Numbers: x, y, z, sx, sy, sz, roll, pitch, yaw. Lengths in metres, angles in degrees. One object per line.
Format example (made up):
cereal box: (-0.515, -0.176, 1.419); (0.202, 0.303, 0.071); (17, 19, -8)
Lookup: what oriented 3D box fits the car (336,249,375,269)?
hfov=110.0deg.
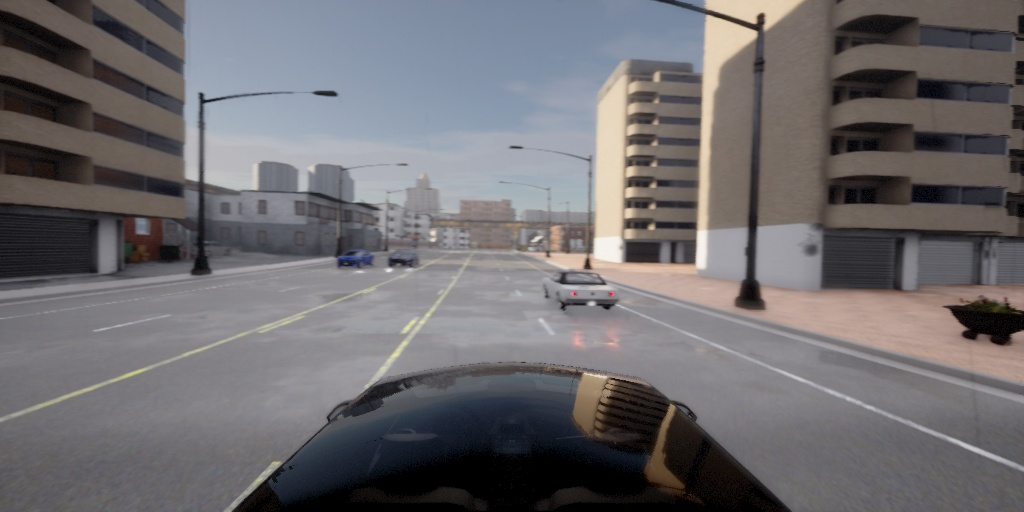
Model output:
car: (-13.221, 0.217, 30.570); (1.882, 1.535, 5.008); (1, 2, -5)

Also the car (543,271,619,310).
car: (2.431, 1.226, 13.970); (1.895, 1.301, 4.718); (1, 1, -5)

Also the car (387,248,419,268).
car: (-9.903, 0.066, 32.966); (2.097, 1.767, 4.553); (1, 3, -5)
